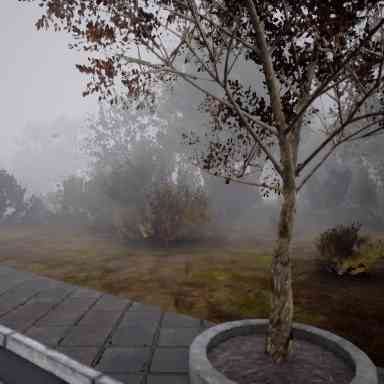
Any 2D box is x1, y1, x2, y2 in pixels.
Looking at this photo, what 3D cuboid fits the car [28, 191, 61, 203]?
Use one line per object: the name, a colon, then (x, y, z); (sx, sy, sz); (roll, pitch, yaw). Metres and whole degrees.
car: (-18.139, 0.937, 42.358); (2.150, 2.045, 5.566); (1, 0, 32)
